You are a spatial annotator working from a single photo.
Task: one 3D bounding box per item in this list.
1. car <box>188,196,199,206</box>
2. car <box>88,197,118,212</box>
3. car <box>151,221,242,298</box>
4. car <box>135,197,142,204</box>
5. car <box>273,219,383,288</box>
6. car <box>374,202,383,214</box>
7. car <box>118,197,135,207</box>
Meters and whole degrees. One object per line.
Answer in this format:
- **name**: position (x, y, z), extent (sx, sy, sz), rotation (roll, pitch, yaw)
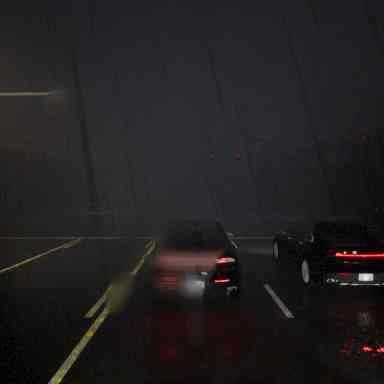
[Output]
- **car**: position (0.245, 1.491, 56.308), extent (2.128, 1.511, 4.902), rotation (0, 0, 0)
- **car**: position (-10.497, 1.352, 38.604), extent (2.097, 1.767, 4.553), rotation (0, 0, 0)
- **car**: position (0.097, 1.492, 8.498), extent (2.128, 1.511, 4.902), rotation (0, 0, 0)
- **car**: position (-10.403, 1.564, 61.478), extent (1.994, 1.385, 4.181), rotation (0, 0, 1)
- **car**: position (3.602, 1.505, 9.261), extent (1.837, 1.490, 4.892), rotation (0, 0, 1)
- **car**: position (18.114, 1.061, 28.293), extent (4.902, 1.511, 2.128), rotation (-5, 0, 0)
- **car**: position (-10.461, 1.525, 51.007), extent (1.812, 1.442, 4.674), rotation (0, 0, 0)
